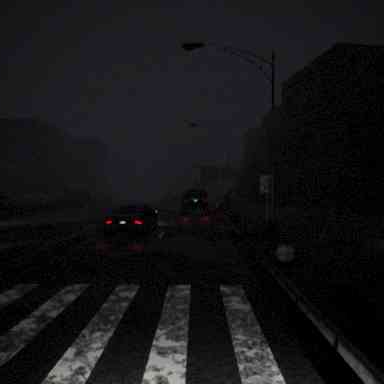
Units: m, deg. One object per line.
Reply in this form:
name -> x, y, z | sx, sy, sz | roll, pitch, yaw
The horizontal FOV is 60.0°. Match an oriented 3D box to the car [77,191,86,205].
car -> -15.899, 0.934, 39.926 | 5.008, 1.535, 2.097 | 0, 0, 0

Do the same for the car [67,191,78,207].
car -> -15.889, 0.950, 37.170 | 5.008, 1.535, 2.097 | 0, 0, 0

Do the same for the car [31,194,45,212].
car -> -15.861, 1.051, 28.902 | 4.792, 1.488, 2.163 | 0, 1, 0

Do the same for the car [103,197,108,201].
car -> -15.712, 0.901, 50.950 | 5.366, 1.575, 1.946 | 0, 0, 0

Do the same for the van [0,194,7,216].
van -> -16.005, 0.859, 23.509 | 4.442, 1.987, 1.878 | 0, 1, 0

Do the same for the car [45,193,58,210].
car -> -15.899, 0.995, 31.657 | 4.892, 1.521, 2.231 | 0, 1, 0

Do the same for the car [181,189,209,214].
car -> 0.246, 0.741, 28.951 | 2.150, 2.045, 5.566 | 0, 1, -1

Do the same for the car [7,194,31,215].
car -> -15.896, 1.052, 26.146 | 5.008, 1.535, 2.097 | 0, 1, 0

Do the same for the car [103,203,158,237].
car -> -2.796, 1.256, 16.088 | 2.033, 1.411, 5.357 | 0, 1, 0

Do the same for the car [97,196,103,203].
car -> -15.901, 0.947, 48.193 | 4.674, 1.452, 2.002 | 0, 0, 0

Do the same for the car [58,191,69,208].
car -> -15.898, 0.971, 34.414 | 4.892, 1.521, 2.231 | 0, 0, 0

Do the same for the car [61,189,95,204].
car -> -15.925, 0.670, 42.681 | 5.566, 2.045, 2.435 | 0, 0, 0

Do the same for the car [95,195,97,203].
car -> -15.865, 0.786, 45.437 | 4.553, 1.767, 2.185 | 0, 0, 0
